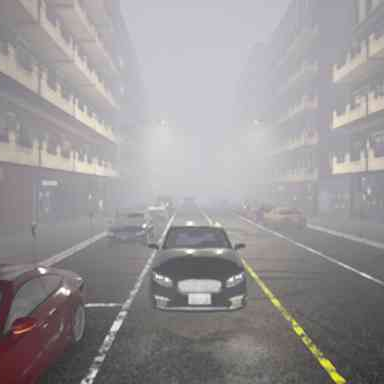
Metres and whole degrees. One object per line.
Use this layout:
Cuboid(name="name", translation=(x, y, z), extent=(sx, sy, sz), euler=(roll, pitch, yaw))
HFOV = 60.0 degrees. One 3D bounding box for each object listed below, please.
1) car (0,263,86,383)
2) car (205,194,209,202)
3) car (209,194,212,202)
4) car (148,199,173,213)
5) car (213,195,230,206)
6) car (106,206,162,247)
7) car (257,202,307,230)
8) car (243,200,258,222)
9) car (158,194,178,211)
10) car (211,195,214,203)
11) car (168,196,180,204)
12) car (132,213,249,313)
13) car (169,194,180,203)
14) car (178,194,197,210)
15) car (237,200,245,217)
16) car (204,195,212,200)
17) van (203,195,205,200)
Cuboid(name="car", translation=(-2.436, 1.581, 3.691), extent=(1.802, 1.307, 4.206), euler=(-1, 0, -1))
Cuboid(name="car", translation=(4.676, 1.428, 76.624), extent=(1.967, 1.590, 4.097), euler=(-1, 0, -1))
Cuboid(name="car", translation=(4.869, 1.514, 65.592), extent=(1.752, 1.417, 4.829), euler=(-1, 0, -1))
Cuboid(name="car", translation=(-2.826, 1.544, 26.096), extent=(2.008, 1.369, 4.403), euler=(-1, 0, -1))
Cuboid(name="car", translation=(5.067, 1.556, 54.219), extent=(1.947, 1.339, 4.313), euler=(-1, 0, -1))
Cuboid(name="car", translation=(-2.631, 1.547, 14.894), extent=(2.008, 1.369, 4.403), euler=(-1, 0, -1))
Cuboid(name="car", translation=(5.648, 1.521, 20.782), extent=(1.752, 1.417, 4.829), euler=(-1, 0, -1))
Cuboid(name="car", translation=(5.554, 1.560, 26.213), extent=(1.947, 1.339, 4.313), euler=(-1, 0, -1))
Cuboid(name="car", translation=(-3.024, 1.307, 37.299), extent=(2.192, 1.841, 5.009), euler=(-1, 0, -1))
Cuboid(name="car", translation=(4.969, 1.540, 59.821), extent=(2.008, 1.369, 4.403), euler=(-1, 0, -1))
Cuboid(name="car", translation=(-3.507, 1.539, 65.304), extent=(2.008, 1.369, 4.403), euler=(-1, 0, -1))
Cuboid(name="car", translation=(0.098, 1.490, 7.906), extent=(2.128, 1.511, 4.902), euler=(0, 0, -1))
Cuboid(name="car", translation=(-3.608, 1.302, 70.906), extent=(2.192, 1.841, 5.009), euler=(-1, 0, -1))
Cuboid(name="car", translation=(-0.433, 1.343, 43.798), extent=(2.097, 1.767, 4.553), euler=(0, 0, -1))
Cuboid(name="car", translation=(5.455, 1.433, 31.814), extent=(1.967, 1.590, 4.097), euler=(-1, 0, -1))
Cuboid(name="car", translation=(4.385, 1.538, 93.427), extent=(2.008, 1.369, 4.403), euler=(-1, 0, -1))
Cuboid(name="van", translation=(4.479, 1.329, 87.826), extent=(1.690, 1.788, 3.998), euler=(-1, 0, -1))
